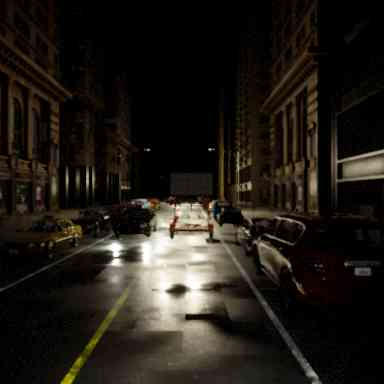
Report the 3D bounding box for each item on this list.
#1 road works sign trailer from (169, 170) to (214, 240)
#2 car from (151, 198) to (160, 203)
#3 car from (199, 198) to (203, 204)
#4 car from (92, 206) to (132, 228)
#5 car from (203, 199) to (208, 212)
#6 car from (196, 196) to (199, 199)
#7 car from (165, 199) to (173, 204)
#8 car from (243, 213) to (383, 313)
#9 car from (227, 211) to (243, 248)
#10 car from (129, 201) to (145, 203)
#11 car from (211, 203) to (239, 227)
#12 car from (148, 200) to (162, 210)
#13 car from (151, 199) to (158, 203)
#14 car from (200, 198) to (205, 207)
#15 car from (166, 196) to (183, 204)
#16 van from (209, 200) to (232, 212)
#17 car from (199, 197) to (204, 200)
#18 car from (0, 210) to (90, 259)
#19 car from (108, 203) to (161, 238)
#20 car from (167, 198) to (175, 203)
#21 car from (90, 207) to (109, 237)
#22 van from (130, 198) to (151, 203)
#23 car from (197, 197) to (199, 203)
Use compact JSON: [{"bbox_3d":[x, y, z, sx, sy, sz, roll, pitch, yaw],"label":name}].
[{"bbox_3d":[-0.021,0.630,17.976,2.380,3.560,2.880,0,-1,0],"label":"road works sign trailer"},{"bbox_3d":[-5.817,1.755,47.056,2.192,1.841,5.009,0,-1,0],"label":"car"},{"bbox_3d":[2.694,2.130,58.313,1.802,1.307,4.206,0,-1,0],"label":"car"},{"bbox_3d":[-5.791,1.772,24.582,1.887,1.381,4.507,0,-1,0],"label":"car"},{"bbox_3d":[2.714,1.914,41.628,1.752,1.417,4.829,0,-1,0],"label":"car"},{"bbox_3d":[2.662,2.268,86.407,1.967,1.590,4.097,0,-1,0],"label":"car"},{"bbox_3d":[-5.863,2.409,86.380,1.802,1.307,4.206,0,-1,0],"label":"car"},{"bbox_3d":[2.754,1.386,7.749,2.192,1.841,5.009,0,-1,0],"label":"car"},{"bbox_3d":[2.747,1.674,13.365,2.008,1.369,4.403,0,-1,0],"label":"car"},{"bbox_3d":[-5.798,1.825,30.199,1.887,1.381,4.507,0,-1,0],"label":"car"},{"bbox_3d":[2.734,1.779,24.602,2.008,1.369,4.403,0,-1,0],"label":"car"},{"bbox_3d":[-5.824,2.017,52.503,1.752,1.417,4.829,0,-1,0],"label":"car"},{"bbox_3d":[-5.811,1.938,41.436,2.008,1.369,4.403,0,-1,0],"label":"car"},{"bbox_3d":[2.701,2.076,52.695,1.802,1.307,4.206,0,-1,0],"label":"car"},{"bbox_3d":[-3.070,1.773,60.311,1.994,1.385,4.181,0,-1,0],"label":"car"},{"bbox_3d":[2.727,1.622,30.223,1.690,1.788,3.998,0,-1,0],"label":"van"},{"bbox_3d":[2.688,2.129,64.102,1.752,1.417,4.829,0,-1,0],"label":"car"},{"bbox_3d":[-5.778,1.646,13.175,1.752,1.417,4.829,0,-1,0],"label":"car"},{"bbox_3d":[-3.123,1.654,19.183,1.882,1.535,5.008,0,-1,0],"label":"car"},{"bbox_3d":[-5.870,2.449,91.999,1.947,1.339,4.313,0,-1,0],"label":"car"},{"bbox_3d":[-5.785,1.725,18.969,2.008,1.369,4.403,0,-1,0],"label":"car"},{"bbox_3d":[-5.804,1.675,35.820,1.690,1.788,3.998,0,-1,0],"label":"van"},{"bbox_3d":[2.675,2.281,75.169,1.947,1.339,4.313,0,-1,0],"label":"car"}]
